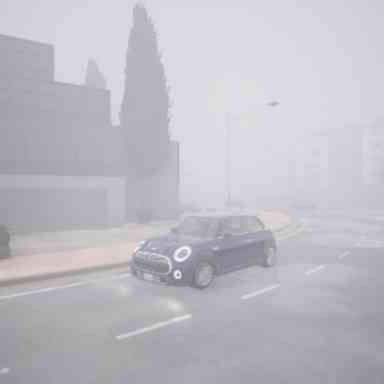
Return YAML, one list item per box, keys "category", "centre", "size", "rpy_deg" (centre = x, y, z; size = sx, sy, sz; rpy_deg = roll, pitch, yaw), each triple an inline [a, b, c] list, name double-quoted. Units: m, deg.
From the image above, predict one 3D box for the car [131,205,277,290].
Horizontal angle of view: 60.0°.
- category: "car"
  centre: [0.512, 1.409, 9.465]
  size: [2.097, 1.767, 4.553]
  rpy_deg: [-1, -1, 44]

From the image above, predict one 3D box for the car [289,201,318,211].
- category: "car"
  centre: [14.840, 1.804, 44.377]
  size: [1.895, 1.301, 4.718]
  rpy_deg: [0, 0, -10]

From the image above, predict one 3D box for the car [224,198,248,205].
- category: "car"
  centre: [7.341, 1.799, 55.912]
  size: [2.128, 1.511, 4.902]
  rpy_deg: [0, -1, -28]
